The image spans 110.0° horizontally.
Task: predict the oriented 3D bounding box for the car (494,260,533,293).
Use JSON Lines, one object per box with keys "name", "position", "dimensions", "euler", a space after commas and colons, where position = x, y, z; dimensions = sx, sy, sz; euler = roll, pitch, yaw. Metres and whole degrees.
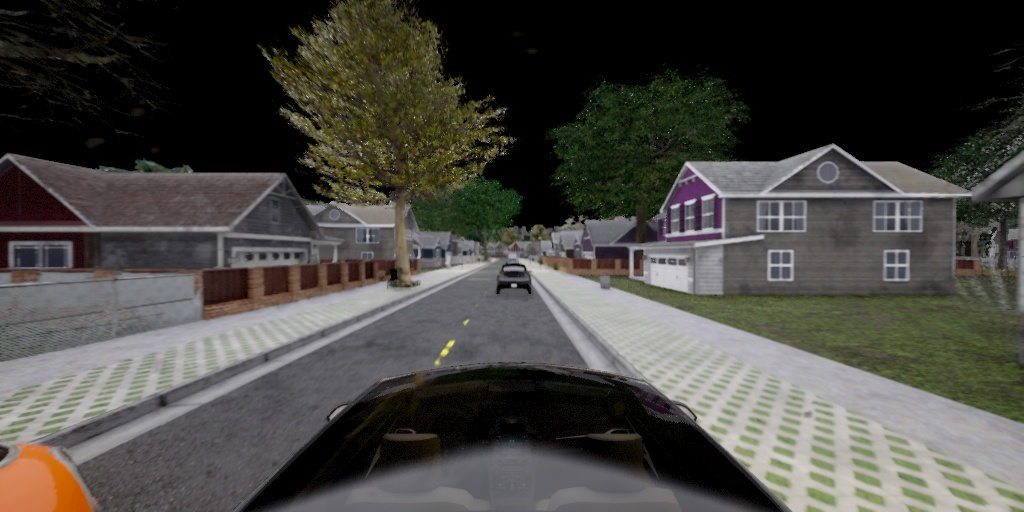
{"name": "car", "position": [0.098, 1.179, 19.949], "dimensions": [1.837, 1.490, 4.892], "euler": [0, 0, 0]}
